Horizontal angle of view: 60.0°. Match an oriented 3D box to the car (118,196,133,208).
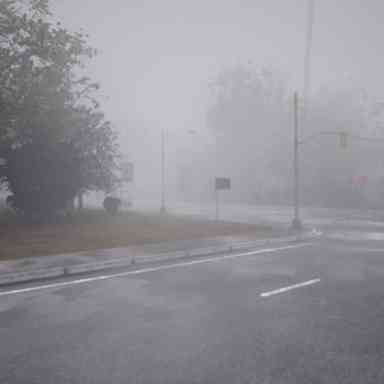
[{"bbox_3d":[-9.714,1.330,44.912,1.837,1.490,4.892,-1,0,-38],"label":"car"}]
